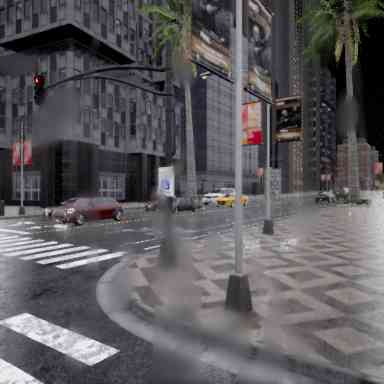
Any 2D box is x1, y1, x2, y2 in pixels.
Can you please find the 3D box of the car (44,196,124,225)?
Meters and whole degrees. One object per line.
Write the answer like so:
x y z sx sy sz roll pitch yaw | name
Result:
-6.647 1.073 21.437 2.097 1.767 4.553 0 1 35 | car

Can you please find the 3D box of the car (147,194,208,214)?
-1.171 1.102 29.170 2.033 1.411 5.357 0 1 35 | car

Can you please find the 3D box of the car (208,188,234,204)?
3.519 0.553 41.384 2.150 2.045 5.566 0 1 35 | car

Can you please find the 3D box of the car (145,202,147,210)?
-2.606 1.038 32.753 1.812 1.442 4.674 0 1 35 | car

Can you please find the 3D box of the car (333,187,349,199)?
23.727 0.231 52.731 2.150 2.045 5.566 0 1 36 | car

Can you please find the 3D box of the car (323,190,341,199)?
25.813 0.352 61.290 1.882 1.535 5.008 0 1 36 | car

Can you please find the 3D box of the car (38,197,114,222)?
-8.412 1.180 24.550 2.128 1.511 4.902 0 1 36 | car

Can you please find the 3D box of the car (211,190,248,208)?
4.535 0.863 37.209 1.882 1.535 5.008 0 1 35 | car

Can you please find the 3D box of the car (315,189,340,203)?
17.866 0.676 44.450 1.837 1.490 4.892 0 1 35 | car
